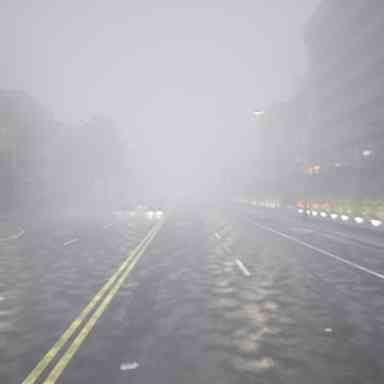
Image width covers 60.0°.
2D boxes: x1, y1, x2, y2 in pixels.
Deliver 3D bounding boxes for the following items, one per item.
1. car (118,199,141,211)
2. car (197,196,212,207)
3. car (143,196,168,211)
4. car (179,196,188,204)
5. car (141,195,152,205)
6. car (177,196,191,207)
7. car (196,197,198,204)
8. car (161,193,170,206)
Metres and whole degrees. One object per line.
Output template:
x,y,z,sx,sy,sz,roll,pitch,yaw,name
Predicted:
-8.167,1.616,42.332,1.882,1.535,5.008,0,0,-1,car
2.214,1.648,53.575,1.812,1.442,4.674,0,0,-1,car
-4.678,1.617,42.850,2.128,1.511,4.902,0,0,-1,car
-1.718,1.650,66.913,1.882,1.535,5.008,0,0,-1,car
-8.571,1.747,59.704,1.994,1.385,4.181,0,0,-1,car
-1.311,1.492,54.568,2.097,1.767,4.553,0,0,-1,car
1.784,1.635,66.881,1.882,1.535,5.008,0,0,-1,car
-5.076,1.521,59.916,2.097,1.767,4.553,0,0,-1,car
